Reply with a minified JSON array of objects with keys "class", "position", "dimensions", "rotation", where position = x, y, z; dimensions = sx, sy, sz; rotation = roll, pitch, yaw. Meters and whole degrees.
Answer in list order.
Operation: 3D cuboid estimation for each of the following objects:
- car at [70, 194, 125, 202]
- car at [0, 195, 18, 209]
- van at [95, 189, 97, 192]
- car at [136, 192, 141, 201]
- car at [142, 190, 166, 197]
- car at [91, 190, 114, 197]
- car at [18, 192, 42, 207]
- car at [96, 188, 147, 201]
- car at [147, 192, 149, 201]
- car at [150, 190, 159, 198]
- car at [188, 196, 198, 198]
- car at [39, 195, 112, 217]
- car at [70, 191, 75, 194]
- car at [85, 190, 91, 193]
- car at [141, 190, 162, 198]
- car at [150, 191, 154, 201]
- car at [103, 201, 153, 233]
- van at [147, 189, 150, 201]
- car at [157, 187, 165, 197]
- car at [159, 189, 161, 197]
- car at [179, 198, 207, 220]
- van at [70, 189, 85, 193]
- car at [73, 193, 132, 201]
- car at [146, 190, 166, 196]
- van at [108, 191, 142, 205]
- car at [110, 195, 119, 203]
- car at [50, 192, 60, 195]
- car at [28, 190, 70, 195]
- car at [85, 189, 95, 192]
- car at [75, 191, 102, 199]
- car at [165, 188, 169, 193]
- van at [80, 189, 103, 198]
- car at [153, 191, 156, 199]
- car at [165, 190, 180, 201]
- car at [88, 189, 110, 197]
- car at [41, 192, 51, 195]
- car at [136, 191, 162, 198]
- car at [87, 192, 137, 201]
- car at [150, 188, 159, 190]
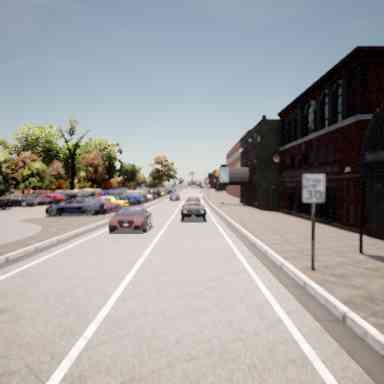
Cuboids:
[{"class":"car","position":[-9.346,1.200,32.744],"dimensions":[4.674,1.452,2.002],"rotation":[0,0,0]},{"class":"car","position":[-21.899,1.139,35.493],"dimensions":[5.008,1.535,2.097],"rotation":[0,0,0]},{"class":"van","position":[-21.800,0.474,66.689],"dimensions":[4.442,1.987,1.878],"rotation":[0,1,0]},{"class":"car","position":[-9.291,1.101,41.221],"dimensions":[5.008,1.535,2.097],"rotation":[0,0,0]},{"class":"car","position":[-9.202,0.349,80.794],"dimensions":[5.366,1.575,1.946],"rotation":[0,1,0]},{"class":"car","position":[-21.581,0.355,80.684],"dimensions":[5.008,1.535,2.097],"rotation":[0,1,0]},{"class":"car","position":[-21.870,1.100,41.265],"dimensions":[4.892,1.521,2.231],"rotation":[0,0,0]},{"class":"car","position":[-9.239,0.830,44.045],"dimensions":[5.566,2.045,2.435],"rotation":[0,0,0]},{"class":"car","position":[-9.231,1.082,49.697],"dimensions":[4.674,1.452,2.002],"rotation":[0,0,0]},{"class":"car","position":[-9.146,0.839,61.019],"dimensions":[5.008,1.535,2.097],"rotation":[0,1,0]},{"class":"car","position":[0.156,1.219,41.287],"dimensions":[1.994,1.385,4.181],"rotation":[0,1,0]},{"class":"car","position":[-9.412,1.230,27.092],"dimensions":[4.792,1.488,2.163],"rotation":[0,0,0]},{"class":"car","position":[-21.780,1.017,52.446],"dimensions":[5.008,1.535,2.097],"rotation":[0,0,0]},{"class":"car","position":[-21.755,0.868,61.052],"dimensions":[4.792,1.488,2.163],"rotation":[0,2,0]},{"class":"car","position":[-9.086,0.366,75.141],"dimensions":[4.553,1.767,2.185],"rotation":[0,1,0]},{"class":"car","position":[-9.192,1.014,55.362],"dimensions":[4.674,1.452,2.002],"rotation":[0,1,0]},{"class":"car","position":[-3.336,1.445,18.742],"dimensions":[1.994,1.385,4.181],"rotation":[0,0,0]},{"class":"van","position":[-9.326,0.793,52.401],"dimensions":[4.442,1.987,1.878],"rotation":[0,1,0]},{"class":"car","position":[-9.122,0.379,69.488],"dimensions":[5.566,2.045,2.435],"rotation":[0,1,0]},{"class":"car","position":[-9.115,0.740,66.670],"dimensions":[4.674,1.452,2.002],"rotation":[0,1,0]},{"class":"car","position":[0.118,1.417,25.924],"dimensions":[1.895,1.301,4.718],"rotation":[0,1,0]},{"class":"van","position":[-21.624,0.682,58.219],"dimensions":[4.442,1.987,1.878],"rotation":[0,1,0]},{"class":"car","position":[-9.510,1.138,35.571],"dimensions":[5.366,1.575,1.946],"rotation":[0,0,0]},{"class":"car","position":[-8.995,0.323,83.619],"dimensions":[4.674,1.452,2.002],"rotation":[0,1,0]},{"class":"van","position":[-9.364,0.836,46.871],"dimensions":[4.442,1.987,1.878],"rotation":[0,0,0]},{"class":"car","position":[-9.366,1.220,29.919],"dimensions":[4.674,1.452,2.002],"rotation":[0,0,0]},{"class":"car","position":[-21.795,1.090,46.788],"dimensions":[4.792,1.488,2.163],"rotation":[0,0,0]},{"class":"car","position":[-21.777,0.789,49.609],"dimensions":[5.566,2.045,2.435],"rotation":[0,0,0]},{"class":"car","position":[-21.672,0.646,63.745],"dimensions":[4.553,1.767,2.185],"rotation":[0,1,0]},{"class":"car","position":[-21.669,0.631,69.518],"dimensions":[4.892,1.521,2.231],"rotation":[0,1,0]},{"class":"car","position":[-8.850,0.419,77.967],"dimensions":[5.366,1.575,1.946],"rotation":[0,1,0]},{"class":"van","position":[-21.758,0.334,72.338],"dimensions":[4.442,1.987,1.878],"rotation":[0,1,0]},{"class":"car","position":[-9.168,0.949,58.196],"dimensions":[4.674,1.452,2.002],"rotation":[0,1,0]},{"class":"car","position":[-3.126,0.857,60.259],"dimensions":[2.128,1.511,4.902],"rotation":[0,1,1]},{"class":"car","position":[-21.636,0.299,77.858],"dimensions":[4.553,1.767,2.185],"rotation":[0,1,0]},{"class":"car","position":[-21.815,1.110,43.964],"dimensions":[4.792,1.488,2.163],"rotation":[0,0,0]},{"class":"car","position":[-9.259,0.558,72.320],"dimensions":[5.366,1.575,1.946],"rotation":[0,1,0]},{"class":"car","position":[-9.300,1.121,38.396],"dimensions":[5.008,1.535,2.097],"rotation":[0,0,0]},{"class":"car","position":[-9.163,0.644,63.841],"dimensions":[4.553,1.767,2.185],"rotation":[0,1,0]}]
